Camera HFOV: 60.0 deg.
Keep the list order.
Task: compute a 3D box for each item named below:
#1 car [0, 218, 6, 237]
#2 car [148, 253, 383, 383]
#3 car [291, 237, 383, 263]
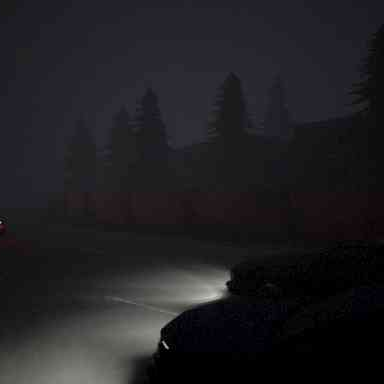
[{"bbox_3d":[-12.000,1.767,18.790,1.812,1.442,4.674,0,0,-45],"label":"car"},{"bbox_3d":[1.740,1.526,2.757,4.674,1.442,1.812,-1,0,36],"label":"car"},{"bbox_3d":[3.300,1.555,5.944,5.357,1.411,2.033,-1,0,36],"label":"car"}]
